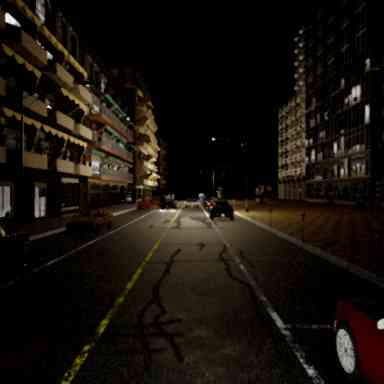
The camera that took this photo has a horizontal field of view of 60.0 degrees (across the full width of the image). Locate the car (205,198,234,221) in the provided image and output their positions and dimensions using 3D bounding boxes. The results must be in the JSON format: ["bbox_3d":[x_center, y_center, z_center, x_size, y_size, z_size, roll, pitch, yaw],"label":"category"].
[{"bbox_3d":[2.359,1.520,27.703,1.837,1.490,4.892,0,0,0],"label":"car"}]

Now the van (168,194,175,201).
[{"bbox_3d":[-5.682,1.464,91.028,1.690,1.788,3.998,0,0,0],"label":"van"}]

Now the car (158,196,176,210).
[{"bbox_3d":[-3.081,1.599,43.730,1.994,1.385,4.181,0,0,0],"label":"car"}]

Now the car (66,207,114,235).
[{"bbox_3d":[-5.692,1.534,19.011,1.752,1.417,4.829,0,0,0],"label":"car"}]

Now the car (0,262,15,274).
[{"bbox_3d":[-3.101,1.548,1.191,2.033,1.411,5.357,0,0,0],"label":"car"}]

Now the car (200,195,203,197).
[{"bbox_3d":[2.694,1.637,57.865,1.802,1.307,4.206,0,0,0],"label":"car"}]

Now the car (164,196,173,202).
[{"bbox_3d":[-5.682,1.663,79.974,1.947,1.339,4.313,0,0,0],"label":"car"}]

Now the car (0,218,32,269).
[{"bbox_3d":[-5.695,1.443,8.128,1.967,1.590,4.097,0,0,0],"label":"car"}]

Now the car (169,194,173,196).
[{"bbox_3d":[-5.684,1.625,68.921,2.008,1.369,4.403,0,0,0],"label":"car"}]

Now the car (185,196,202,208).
[{"bbox_3d":[0.021,1.641,47.609,1.895,1.301,4.718,0,0,0],"label":"car"}]

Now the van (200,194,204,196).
[{"bbox_3d":[2.695,1.416,68.919,1.690,1.788,3.998,0,0,0],"label":"van"}]

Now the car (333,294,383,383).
[{"bbox_3d":[2.685,1.545,2.600,1.887,1.381,4.507,0,0,0],"label":"car"}]

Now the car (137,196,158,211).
[{"bbox_3d":[-5.689,1.576,41.287,1.887,1.381,4.507,0,0,0],"label":"car"}]

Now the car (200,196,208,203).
[{"bbox_3d":[2.697,1.611,74.615,1.752,1.417,4.829,0,0,0],"label":"car"}]

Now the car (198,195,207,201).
[{"bbox_3d":[2.698,1.550,85.499,1.967,1.590,4.097,0,0,0],"label":"car"}]

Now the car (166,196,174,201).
[{"bbox_3d":[-5.682,1.654,85.500,1.887,1.381,4.507,0,0,0],"label":"car"}]

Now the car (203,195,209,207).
[{"bbox_3d":[2.691,1.471,41.285,1.967,1.590,4.097,0,0,0],"label":"car"}]

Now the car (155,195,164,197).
[{"bbox_3d":[-5.687,1.572,52.171,1.752,1.417,4.829,0,0,0],"label":"car"}]

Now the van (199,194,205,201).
[{"bbox_3d":[2.698,1.464,91.027,1.690,1.788,3.998,0,0,0],"label":"van"}]

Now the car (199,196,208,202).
[{"bbox_3d":[2.698,1.663,79.972,1.947,1.339,4.313,0,0,0],"label":"car"}]
